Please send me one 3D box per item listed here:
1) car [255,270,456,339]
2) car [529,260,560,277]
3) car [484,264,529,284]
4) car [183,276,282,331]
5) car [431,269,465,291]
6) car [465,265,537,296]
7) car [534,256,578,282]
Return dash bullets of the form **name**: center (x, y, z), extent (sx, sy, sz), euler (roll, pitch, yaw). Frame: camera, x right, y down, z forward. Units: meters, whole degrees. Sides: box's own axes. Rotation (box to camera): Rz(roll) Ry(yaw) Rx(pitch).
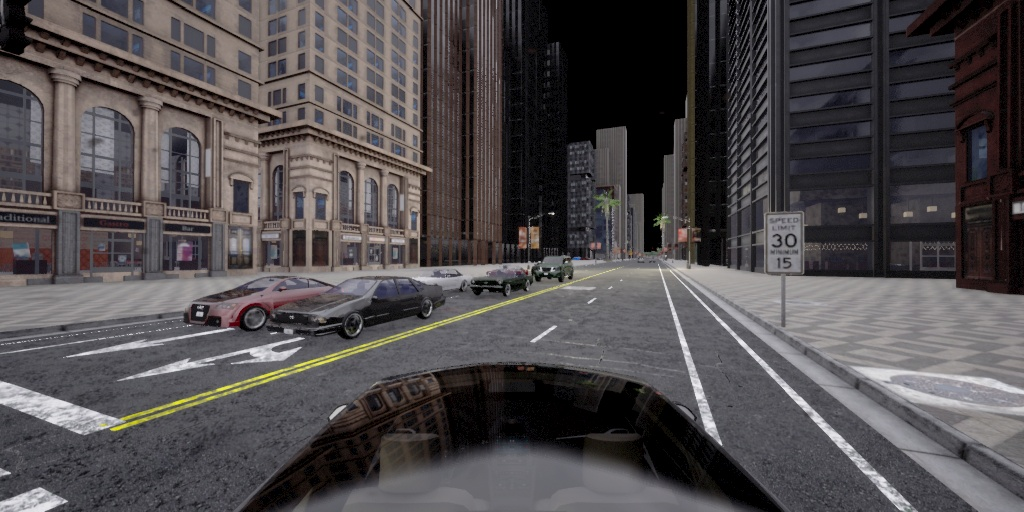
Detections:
- **car**: center (-4.016, 1.299, 10.497), extent (2.033, 1.411, 5.357), euler (0, 0, 22)
- **car**: center (3.538, 1.251, 37.897), extent (1.882, 1.535, 5.008), euler (0, 0, 22)
- **car**: center (-0.304, 1.364, 28.442), extent (1.895, 1.301, 4.718), euler (0, 0, 22)
- **car**: center (-7.285, 1.315, 11.069), extent (1.994, 1.385, 4.181), euler (0, 0, 22)
- **car**: center (-4.021, 1.356, 19.200), extent (1.895, 1.301, 4.718), euler (0, 0, 22)
- **car**: center (-0.439, 1.357, 19.394), extent (1.895, 1.301, 4.718), euler (0, 0, 22)
- **car**: center (3.555, 0.987, 29.318), extent (2.150, 2.045, 5.566), euler (0, 0, 22)
